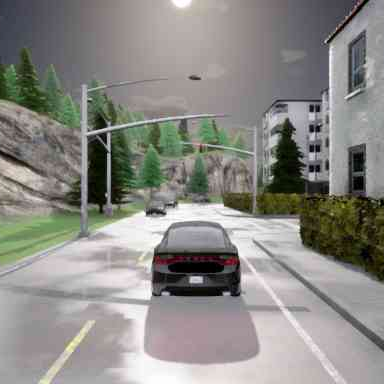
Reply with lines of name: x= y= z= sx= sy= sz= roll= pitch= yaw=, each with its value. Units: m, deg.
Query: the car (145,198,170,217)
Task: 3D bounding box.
car: x=-3.423 y=1.547 z=32.144 sx=2.033 sy=1.411 sz=5.357 roll=0 pitch=0 yaw=-2

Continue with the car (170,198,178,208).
car: x=-3.188 y=1.547 z=48.712 sx=2.033 sy=1.411 sz=5.357 roll=0 pitch=0 yaw=5

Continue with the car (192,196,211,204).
car: x=1.909 y=1.505 z=63.720 sx=1.837 sy=1.490 sz=4.892 roll=0 pitch=-1 yaw=33

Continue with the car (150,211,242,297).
car: x=0.097 y=1.478 z=8.646 sx=1.882 sy=1.535 sz=5.008 roll=0 pitch=0 yaw=0
